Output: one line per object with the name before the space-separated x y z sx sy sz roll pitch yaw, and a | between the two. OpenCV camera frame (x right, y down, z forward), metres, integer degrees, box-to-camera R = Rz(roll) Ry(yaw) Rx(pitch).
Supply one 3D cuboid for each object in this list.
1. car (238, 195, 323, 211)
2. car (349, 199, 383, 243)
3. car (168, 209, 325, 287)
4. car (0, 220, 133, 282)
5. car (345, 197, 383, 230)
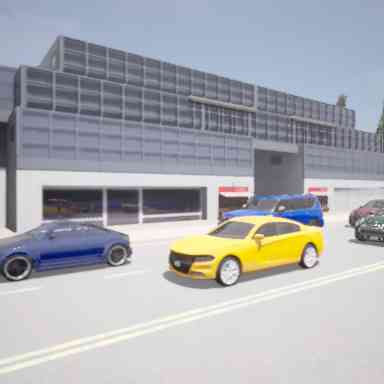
car | 3.758 1.168 15.203 5.566 2.045 2.150 0 0 -35
car | 9.234 1.281 14.776 4.553 1.767 2.097 0 0 -35
car | 1.683 1.447 9.456 5.008 1.535 1.882 0 0 -35
car | -3.882 1.550 9.810 4.181 1.385 1.994 0 0 -35
car | 11.857 1.256 20.899 4.553 1.767 2.097 0 0 -35
